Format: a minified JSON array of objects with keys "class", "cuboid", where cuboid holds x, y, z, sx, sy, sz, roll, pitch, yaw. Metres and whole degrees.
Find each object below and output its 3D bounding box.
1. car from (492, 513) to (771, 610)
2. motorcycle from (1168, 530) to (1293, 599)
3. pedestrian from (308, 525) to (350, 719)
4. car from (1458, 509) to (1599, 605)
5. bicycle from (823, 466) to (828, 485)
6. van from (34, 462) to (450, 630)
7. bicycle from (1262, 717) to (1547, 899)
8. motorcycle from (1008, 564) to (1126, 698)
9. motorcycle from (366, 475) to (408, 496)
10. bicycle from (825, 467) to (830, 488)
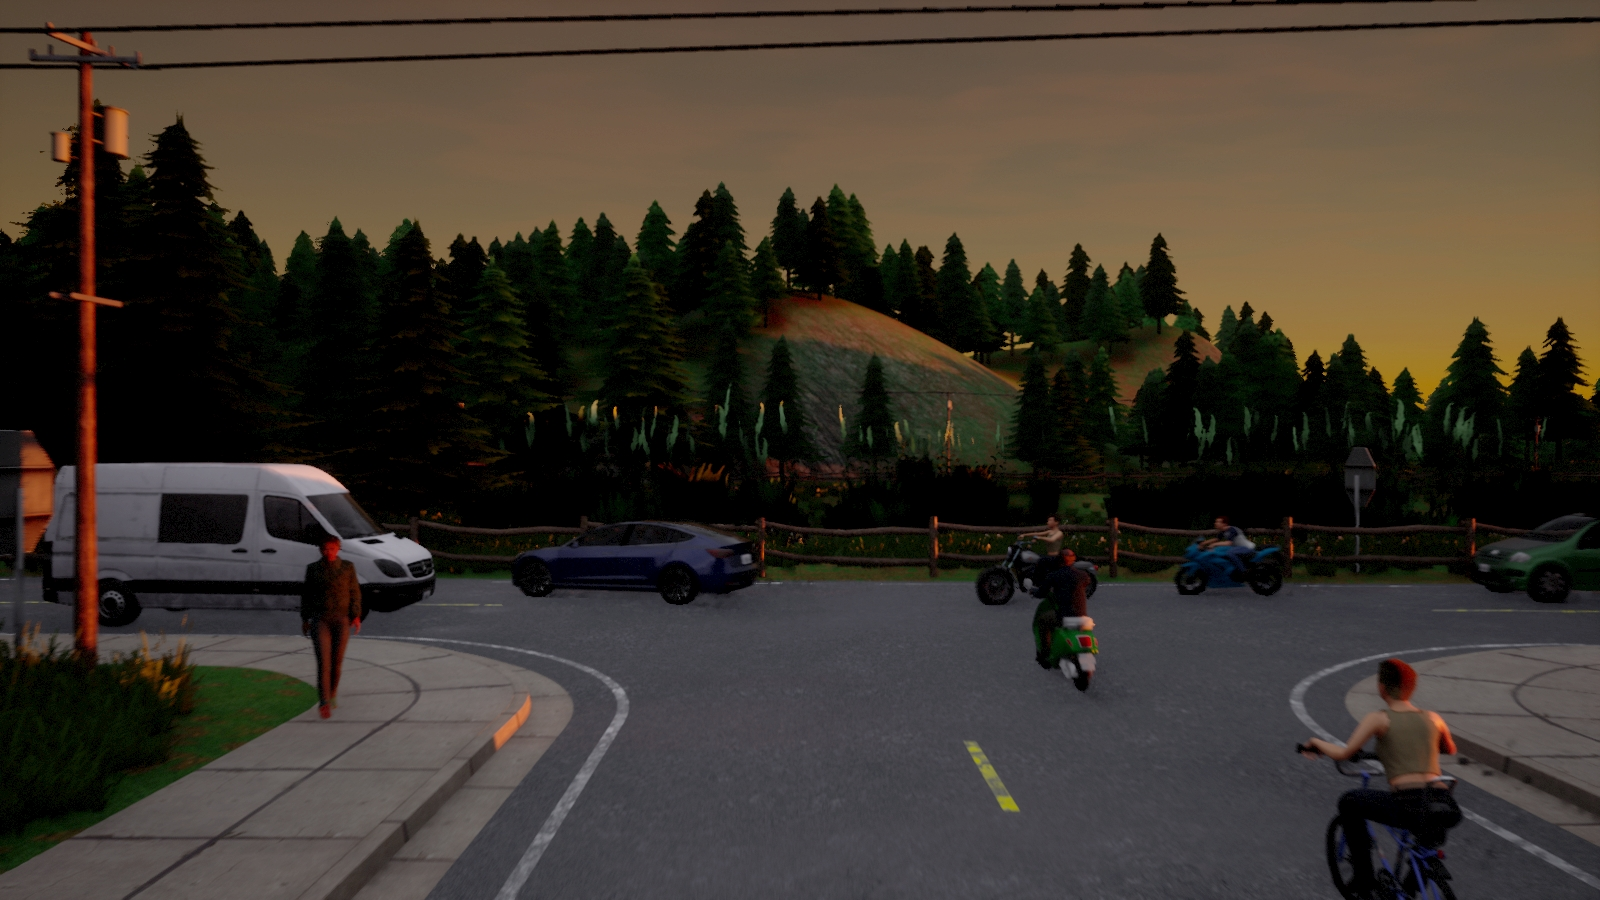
[{"class":"car","cuboid":[-3.173,2.030,21.649,4.792,1.488,2.163,0,0,21]},{"class":"motorcycle","cuboid":[8.113,2.152,21.591,2.033,1.199,0.803,-1,0,2]},{"class":"pedestrian","cuboid":[-4.693,1.695,11.394,0.375,1.860,0.375,0,0,-20]},{"class":"car","cuboid":[14.806,1.965,21.309,3.988,1.617,1.851,0,0,2]},{"class":"bicycle","cuboid":[2.043,2.060,92.157,0.373,1.496,1.643,0,0,0]},{"class":"van","cuboid":[-9.027,1.500,18.812,5.915,2.561,1.988,0,0,2]},{"class":"bicycle","cuboid":[3.407,2.257,6.612,0.859,1.080,1.487,0,0,0]},{"class":"motorcycle","cuboid":[3.185,2.139,13.840,0.856,1.316,1.805,0,0,-5]},{"class":"motorcycle","cuboid":[-25.168,2.176,69.671,2.209,1.251,0.867,0,0,1]},{"class":"bicycle","cuboid":[2.091,2.064,85.967,0.329,1.471,1.835,0,0,0]}]
